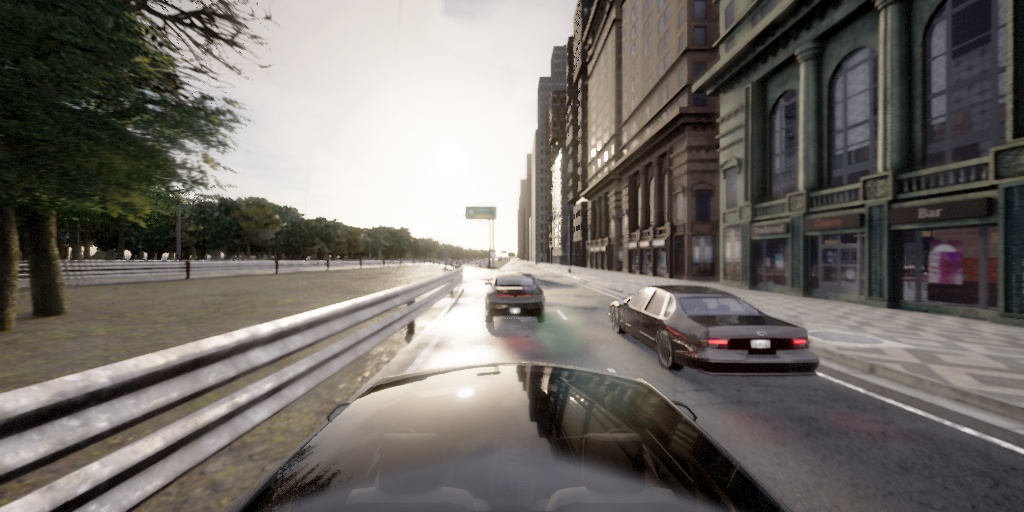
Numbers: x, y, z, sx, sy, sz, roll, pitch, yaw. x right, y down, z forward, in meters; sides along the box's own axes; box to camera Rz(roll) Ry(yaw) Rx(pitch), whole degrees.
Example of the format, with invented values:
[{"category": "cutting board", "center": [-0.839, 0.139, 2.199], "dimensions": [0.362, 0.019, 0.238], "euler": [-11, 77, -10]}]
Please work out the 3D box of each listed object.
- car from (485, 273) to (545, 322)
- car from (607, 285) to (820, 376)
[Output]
[{"category": "car", "center": [0.096, 1.319, 12.558], "dimensions": [1.837, 1.490, 4.892], "euler": [0, 0, 0]}, {"category": "car", "center": [3.593, 1.333, 7.692], "dimensions": [2.033, 1.411, 5.357], "euler": [0, 0, 0]}]
